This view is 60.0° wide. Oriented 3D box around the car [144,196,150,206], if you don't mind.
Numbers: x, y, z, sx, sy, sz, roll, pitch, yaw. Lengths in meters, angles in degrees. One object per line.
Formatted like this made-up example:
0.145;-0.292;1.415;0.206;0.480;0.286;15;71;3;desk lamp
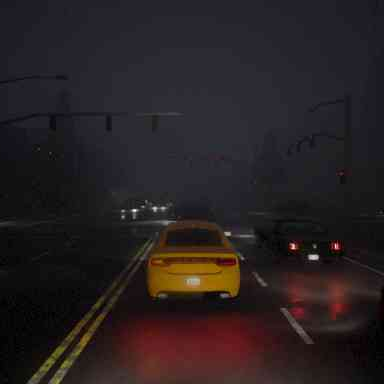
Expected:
-8.450;1.547;55.272;2.033;1.411;5.357;0;0;-1;car

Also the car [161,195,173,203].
-5.278;1.525;70.879;2.128;1.511;4.902;0;0;-2;car

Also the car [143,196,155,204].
-8.707;1.547;67.821;2.033;1.411;5.357;0;0;-1;car

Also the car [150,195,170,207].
-4.821;1.564;50.432;1.994;1.385;4.181;0;0;-1;car

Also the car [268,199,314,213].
10.545;1.526;35.495;4.674;1.442;1.812;0;0;-2;car

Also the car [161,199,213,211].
-0.102;1.564;27.133;1.994;1.385;4.181;0;0;44;car

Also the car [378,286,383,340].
3.596;1.478;2.759;1.882;1.535;5.008;0;0;0;car

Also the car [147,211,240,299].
0.030;1.478;8.523;1.882;1.535;5.008;0;0;0;car

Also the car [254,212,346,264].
3.497;1.601;11.849;1.895;1.301;4.718;0;0;-1;car

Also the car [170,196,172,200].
-5.072;1.352;60.665;2.097;1.767;4.553;0;0;-1;car

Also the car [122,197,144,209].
-8.230;1.505;45.535;1.837;1.490;4.892;0;0;0;car

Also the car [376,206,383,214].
20.978;1.547;32.319;5.357;1.411;2.033;0;0;-2;car
